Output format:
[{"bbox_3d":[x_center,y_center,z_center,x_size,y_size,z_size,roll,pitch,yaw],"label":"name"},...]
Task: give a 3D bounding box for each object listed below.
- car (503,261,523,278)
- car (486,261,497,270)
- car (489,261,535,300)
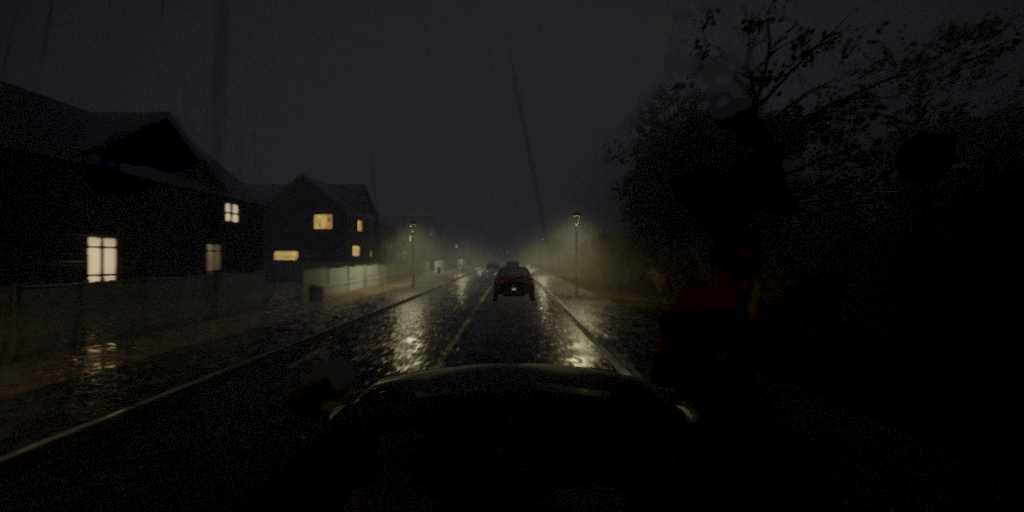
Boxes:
[{"bbox_3d":[0.090,1.265,34.933,1.837,1.490,4.892,0,0,0],"label":"car"},{"bbox_3d":[-2.759,1.374,53.283,1.895,1.301,4.718,0,0,0],"label":"car"},{"bbox_3d":[0.089,1.233,17.665,1.882,1.535,5.008,0,0,0],"label":"car"}]
